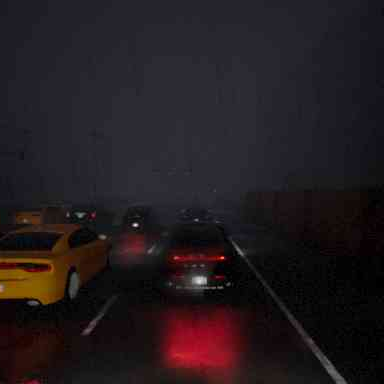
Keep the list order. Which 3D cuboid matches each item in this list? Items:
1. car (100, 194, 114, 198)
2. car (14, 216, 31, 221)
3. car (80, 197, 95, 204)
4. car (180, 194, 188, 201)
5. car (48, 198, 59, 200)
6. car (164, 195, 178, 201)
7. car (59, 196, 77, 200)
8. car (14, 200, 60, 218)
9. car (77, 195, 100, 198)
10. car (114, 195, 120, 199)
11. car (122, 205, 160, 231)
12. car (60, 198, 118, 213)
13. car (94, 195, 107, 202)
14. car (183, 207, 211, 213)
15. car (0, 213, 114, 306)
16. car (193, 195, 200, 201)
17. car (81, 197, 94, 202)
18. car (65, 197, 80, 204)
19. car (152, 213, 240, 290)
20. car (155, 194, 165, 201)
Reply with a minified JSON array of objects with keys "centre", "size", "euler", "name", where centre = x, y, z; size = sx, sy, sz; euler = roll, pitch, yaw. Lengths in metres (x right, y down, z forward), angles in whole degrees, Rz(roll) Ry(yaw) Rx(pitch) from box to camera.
[{"centre":[-20.168,1.538,75.566],"size":[2.150,2.045,5.566],"euler":[0,0,1],"name":"car"},{"centre":[-6.817,1.615,9.695],"size":[1.994,1.385,4.181],"euler":[0,0,1],"name":"car"},{"centre":[-23.668,1.865,75.594],"size":[1.994,1.385,4.181],"euler":[0,0,1],"name":"car"},{"centre":[-2.321,1.545,94.699],"size":[2.097,1.767,4.553],"euler":[0,1,1],"name":"car"},{"centre":[-27.341,1.872,65.758],"size":[1.994,1.385,4.181],"euler":[0,0,1],"name":"car"},{"centre":[-5.828,1.715,94.377],"size":[2.128,1.511,4.902],"euler":[0,1,1],"name":"car"},{"centre":[-23.841,1.675,65.736],"size":[2.097,1.767,4.553],"euler":[0,0,1],"name":"car"},{"centre":[-10.186,1.598,22.860],"size":[1.882,1.535,5.008],"euler":[0,0,1],"name":"car"},{"centre":[-20.341,1.656,65.684],"size":[2.097,1.767,4.553],"euler":[0,0,1],"name":"car"},{"centre":[-19.985,1.623,85.758],"size":[2.097,1.767,4.553],"euler":[0,0,1],"name":"car"},{"centre":[-3.201,1.619,21.421],"size":[1.837,1.490,4.892],"euler":[0,0,1],"name":"car"},{"centre":[-6.693,1.468,22.154],"size":[2.097,1.767,4.553],"euler":[0,0,1],"name":"car"},{"centre":[-23.487,1.624,85.658],"size":[2.097,1.767,4.553],"euler":[0,0,1],"name":"car"},{"centre":[0.310,1.683,22.342],"size":[1.994,1.385,4.181],"euler":[0,0,1],"name":"car"},{"centre":[-3.332,1.521,8.211],"size":[1.882,1.535,5.008],"euler":[0,0,1],"name":"car"},{"centre":[1.179,1.743,94.668],"size":[1.994,1.385,4.181],"euler":[0,1,1],"name":"car"},{"centre":[-26.983,1.862,85.911],"size":[1.895,1.301,4.718],"euler":[0,0,1],"name":"car"},{"centre":[-27.164,1.865,75.821],"size":[1.994,1.385,4.181],"euler":[0,0,1],"name":"car"},{"centre":[0.177,1.555,9.191],"size":[1.837,1.490,4.892],"euler":[0,0,1],"name":"car"},{"centre":[-9.327,1.668,94.444],"size":[1.882,1.535,5.008],"euler":[0,1,1],"name":"car"}]
